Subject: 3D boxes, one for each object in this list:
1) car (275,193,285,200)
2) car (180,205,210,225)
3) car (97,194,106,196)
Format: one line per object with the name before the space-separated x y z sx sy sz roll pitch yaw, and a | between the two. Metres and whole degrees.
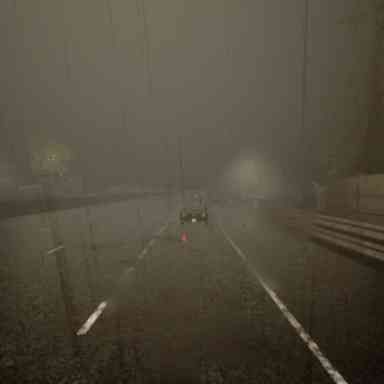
car | 22.833 1.568 87.058 1.882 1.535 5.008 0 3 20
car | 0.304 1.538 23.814 1.895 1.301 4.718 0 0 4
car | -20.993 1.311 76.792 1.837 1.490 4.892 0 0 0
